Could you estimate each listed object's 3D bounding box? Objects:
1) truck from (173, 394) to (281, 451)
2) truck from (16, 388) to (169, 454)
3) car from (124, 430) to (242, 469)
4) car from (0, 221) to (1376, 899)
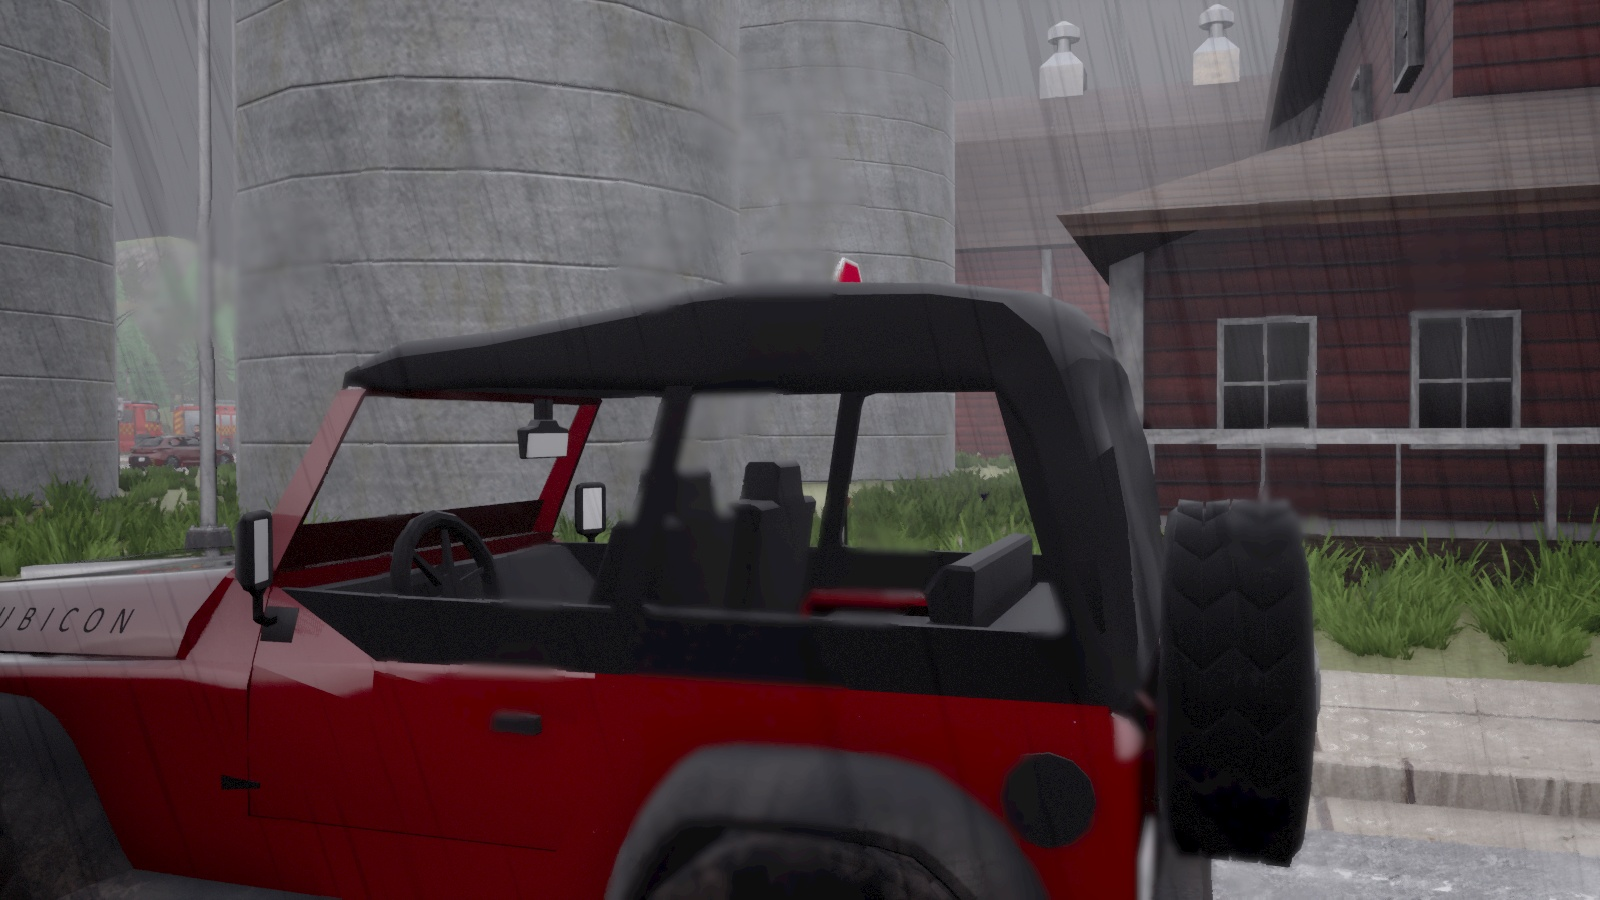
[{"bbox_3d":[-40.253,-1.908,88.614,2.891,3.827,8.468,0,1,7],"label":"truck"},{"bbox_3d":[-43.146,-1.732,76.966,2.891,3.827,8.468,1,1,18],"label":"truck"},{"bbox_3d":[-24.556,-0.055,50.129,1.816,1.474,4.193,1,1,18],"label":"car"},{"bbox_3d":[-0.671,0.565,3.415,3.866,1.878,1.905,1,1,19],"label":"car"}]
